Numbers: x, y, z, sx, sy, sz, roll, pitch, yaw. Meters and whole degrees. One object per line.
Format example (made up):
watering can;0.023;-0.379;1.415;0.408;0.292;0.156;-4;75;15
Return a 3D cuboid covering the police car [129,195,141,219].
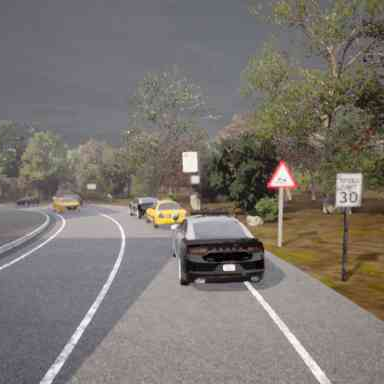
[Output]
police car;-3.590;1.057;25.549;1.930;1.638;5.238;-2;1;-21

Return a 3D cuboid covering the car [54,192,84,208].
car;-16.469;1.046;44.517;2.097;1.767;4.553;-5;3;-42

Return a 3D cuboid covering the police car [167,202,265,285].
police car;0.465;1.300;9.367;1.930;1.638;5.238;-1;1;-7

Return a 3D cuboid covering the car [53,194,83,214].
car;-12.633;1.281;33.456;1.882;1.535;5.008;-3;1;-32

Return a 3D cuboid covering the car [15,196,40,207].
car;-26.685;1.479;53.774;5.008;1.535;1.882;-2;3;34

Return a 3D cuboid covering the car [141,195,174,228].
car;-1.603;1.165;19.685;1.801;1.575;5.366;-2;1;-16
